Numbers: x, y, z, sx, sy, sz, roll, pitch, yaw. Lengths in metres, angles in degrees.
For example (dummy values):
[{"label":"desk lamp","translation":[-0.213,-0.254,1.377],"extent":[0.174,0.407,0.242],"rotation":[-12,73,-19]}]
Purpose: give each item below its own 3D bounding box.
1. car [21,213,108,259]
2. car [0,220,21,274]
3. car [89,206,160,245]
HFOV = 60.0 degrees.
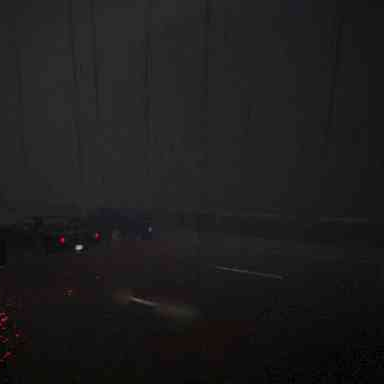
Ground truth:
[{"label":"car","translation":[-5.515,1.510,12.229],"extent":[4.718,1.301,1.895],"rotation":[1,0,36]},{"label":"car","translation":[-6.771,1.423,8.825],"extent":[4.892,1.490,1.837],"rotation":[1,0,36]},{"label":"car","translation":[-3.716,1.384,15.245],"extent":[5.008,1.535,1.882],"rotation":[1,0,36]}]
